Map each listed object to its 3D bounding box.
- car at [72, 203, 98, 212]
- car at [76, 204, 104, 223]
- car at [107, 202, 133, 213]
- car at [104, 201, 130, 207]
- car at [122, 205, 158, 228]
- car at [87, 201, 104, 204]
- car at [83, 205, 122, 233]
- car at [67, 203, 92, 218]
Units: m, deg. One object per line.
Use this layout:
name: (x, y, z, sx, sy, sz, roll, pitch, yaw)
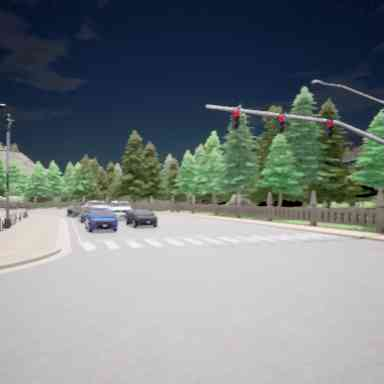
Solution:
car: (-19.898, 2.873, 61.848, 4.892, 1.490, 1.837, -1, -2, 28)
car: (-10.010, 2.212, 32.717, 1.837, 1.490, 4.892, 1, -1, -22)
car: (-11.997, 2.589, 55.560, 4.553, 1.767, 2.097, -1, -2, 44)
car: (-7.839, 2.025, 36.661, 2.150, 2.045, 5.566, 1, -1, -23)
car: (-4.222, 2.078, 27.623, 1.882, 1.535, 5.008, 1, -1, -21)
car: (-12.992, 2.235, 46.091, 2.150, 2.045, 5.566, 1, -2, -37)
car: (-6.588, 1.990, 24.068, 1.882, 1.535, 5.008, 1, -1, -21)
car: (-14.309, 2.413, 41.738, 1.837, 1.490, 4.892, 1, -1, -33)
